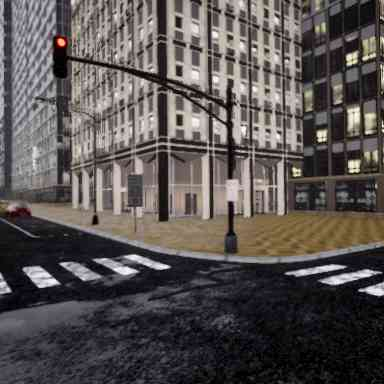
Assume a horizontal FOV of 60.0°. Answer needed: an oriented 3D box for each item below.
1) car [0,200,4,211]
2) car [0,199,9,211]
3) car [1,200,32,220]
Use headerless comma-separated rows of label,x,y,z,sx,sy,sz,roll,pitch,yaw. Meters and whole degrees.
car,-21.529,1.588,37.896,1.752,1.417,4.829,1,-1,-35
car,-24.670,1.636,42.297,1.947,1.339,4.313,1,-1,-35
car,-14.952,1.629,28.675,1.802,1.307,4.206,1,-1,-35
